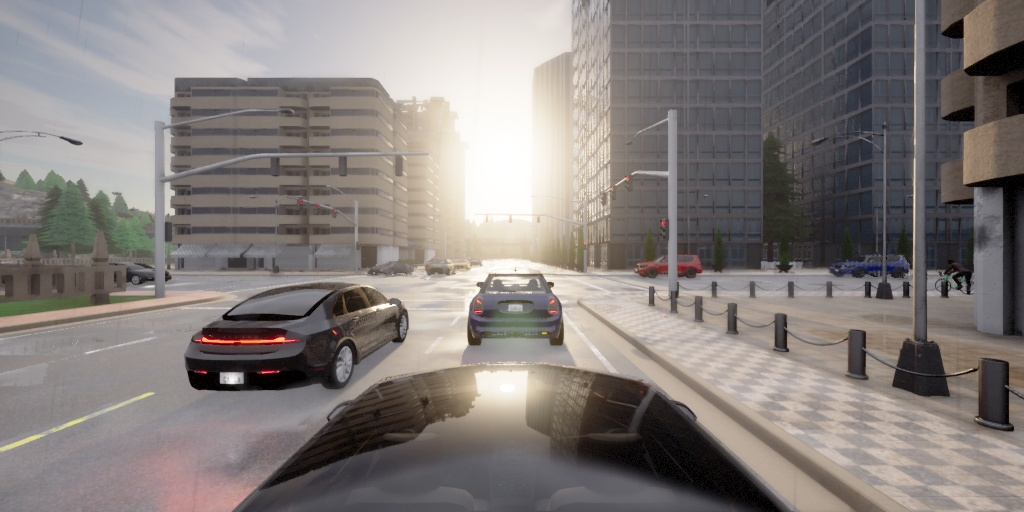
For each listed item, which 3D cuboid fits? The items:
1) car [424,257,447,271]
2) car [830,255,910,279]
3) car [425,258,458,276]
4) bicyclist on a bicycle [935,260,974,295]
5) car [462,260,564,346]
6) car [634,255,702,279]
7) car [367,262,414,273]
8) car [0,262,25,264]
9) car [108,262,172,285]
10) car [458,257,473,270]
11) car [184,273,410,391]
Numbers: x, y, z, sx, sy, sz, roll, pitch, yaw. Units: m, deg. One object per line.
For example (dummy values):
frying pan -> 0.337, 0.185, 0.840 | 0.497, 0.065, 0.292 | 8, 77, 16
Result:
car -> -10.540, 1.101, 49.661 | 2.097, 1.767, 4.553 | 0, 0, 0
car -> 31.253, 0.915, 31.417 | 5.566, 2.045, 2.150 | 0, 0, 0
car -> -7.060, 1.066, 35.773 | 2.097, 1.767, 4.553 | 0, 0, 0
bicyclist on a bicycle -> 21.018, 0.996, 17.004 | 0.582, 1.620, 1.656 | 0, 0, 0
car -> 0.090, 1.102, 9.603 | 2.097, 1.767, 4.553 | 0, 0, 0
car -> 13.707, 0.917, 31.536 | 5.566, 2.045, 2.150 | 0, 0, 0
car -> -11.931, 1.273, 35.810 | 2.033, 1.411, 5.357 | 0, -1, 19
car -> -36.408, 1.199, 26.247 | 4.892, 1.490, 1.837 | 0, 0, 15
car -> -26.505, 1.199, 24.902 | 4.892, 1.490, 1.837 | 0, 0, 4
car -> -7.040, 1.228, 50.716 | 1.882, 1.535, 5.008 | 0, 0, 0
car -> -3.427, 1.255, 6.831 | 1.837, 1.490, 4.892 | 0, 0, 0
